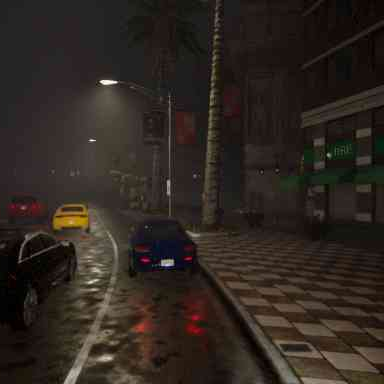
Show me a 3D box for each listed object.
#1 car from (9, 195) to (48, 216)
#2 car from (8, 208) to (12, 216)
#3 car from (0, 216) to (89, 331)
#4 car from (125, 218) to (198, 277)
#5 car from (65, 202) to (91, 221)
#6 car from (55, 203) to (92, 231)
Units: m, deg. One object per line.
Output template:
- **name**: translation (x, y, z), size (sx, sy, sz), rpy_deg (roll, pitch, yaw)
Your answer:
- **car**: translation (-12.486, 1.211, 25.600), size (2.150, 2.045, 5.566), rpy_deg (0, 0, -17)
- **car**: translation (-8.302, 1.519, 12.096), size (1.812, 1.442, 4.674), rpy_deg (0, 0, -15)
- **car**: translation (-3.704, 1.489, 6.727), size (2.128, 1.511, 4.902), rpy_deg (0, 0, -7)
- **car**: translation (-1.034, 1.525, 10.202), size (1.812, 1.442, 4.674), rpy_deg (0, 0, -11)
- **car**: translation (-9.633, 1.593, 28.172), size (1.895, 1.301, 4.718), rpy_deg (0, 0, -18)
- **car**: translation (-7.125, 1.472, 19.984), size (1.882, 1.535, 5.008), rpy_deg (0, 0, -17)
